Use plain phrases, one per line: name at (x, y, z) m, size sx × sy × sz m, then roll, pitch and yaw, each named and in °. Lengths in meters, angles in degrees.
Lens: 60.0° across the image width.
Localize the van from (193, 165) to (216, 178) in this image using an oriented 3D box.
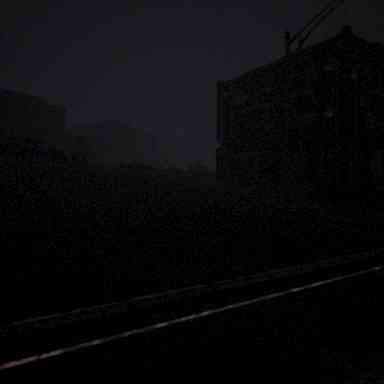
van at (1.342, -2.431, 44.585) m, size 1.878 × 1.987 × 4.442 m, roll 0°, pitch -2°, yaw 39°

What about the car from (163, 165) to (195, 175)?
car at (-2.249, -2.419, 40.188) m, size 2.002 × 1.452 × 4.674 m, roll 0°, pitch -2°, yaw 40°

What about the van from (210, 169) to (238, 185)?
van at (4.731, -2.162, 48.958) m, size 1.878 × 1.987 × 4.442 m, roll 1°, pitch -2°, yaw 38°

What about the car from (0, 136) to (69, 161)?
car at (-13.154, -3.322, 27.717) m, size 2.435 × 2.045 × 5.566 m, roll 0°, pitch -1°, yaw 44°

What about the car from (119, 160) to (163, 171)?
car at (-5.815, -2.645, 35.951) m, size 2.002 × 1.452 × 4.674 m, roll 0°, pitch -2°, yaw 41°
